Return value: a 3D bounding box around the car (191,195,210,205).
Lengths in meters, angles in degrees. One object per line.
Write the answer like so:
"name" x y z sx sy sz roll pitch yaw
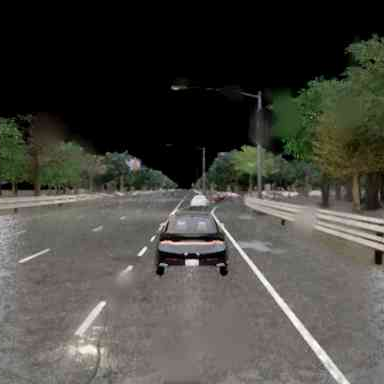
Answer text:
"car" 1.003 1.113 37.886 1.812 1.442 4.674 0 0 8

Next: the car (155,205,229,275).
"car" 0.001 1.379 10.053 2.128 1.511 4.902 0 1 0

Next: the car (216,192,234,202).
"car" 5.576 0.731 55.785 2.097 1.767 4.553 0 1 21
